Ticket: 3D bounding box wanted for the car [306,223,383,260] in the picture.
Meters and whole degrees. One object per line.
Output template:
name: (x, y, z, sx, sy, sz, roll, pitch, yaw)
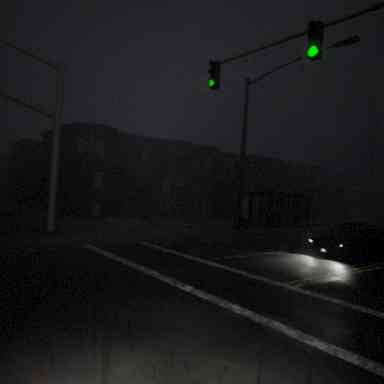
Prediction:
car: (7.540, 2.149, 15.235, 5.357, 1.411, 2.033, 4, -1, -37)
